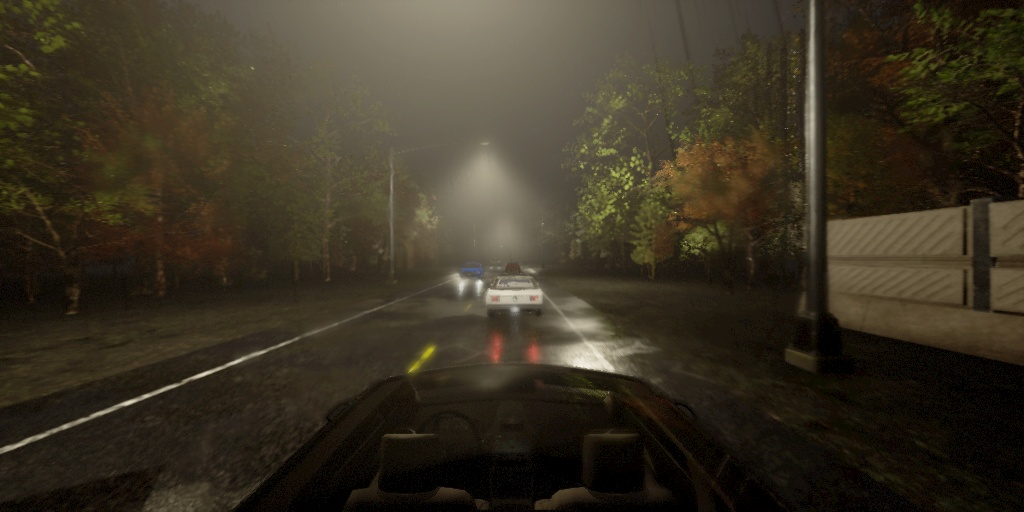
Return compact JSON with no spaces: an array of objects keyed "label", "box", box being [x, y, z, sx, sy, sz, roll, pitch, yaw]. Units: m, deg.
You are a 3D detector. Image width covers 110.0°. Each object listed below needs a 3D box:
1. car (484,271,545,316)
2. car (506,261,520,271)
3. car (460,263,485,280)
[{"label":"car","box":[0.105,1.402,13.518,1.895,1.301,4.718,0,0,0]},{"label":"car","box":[0.128,1.397,47.635,1.882,1.535,5.008,0,0,0]},{"label":"car","box":[-3.574,1.347,32.939,1.882,1.535,5.008,0,0,0]}]
